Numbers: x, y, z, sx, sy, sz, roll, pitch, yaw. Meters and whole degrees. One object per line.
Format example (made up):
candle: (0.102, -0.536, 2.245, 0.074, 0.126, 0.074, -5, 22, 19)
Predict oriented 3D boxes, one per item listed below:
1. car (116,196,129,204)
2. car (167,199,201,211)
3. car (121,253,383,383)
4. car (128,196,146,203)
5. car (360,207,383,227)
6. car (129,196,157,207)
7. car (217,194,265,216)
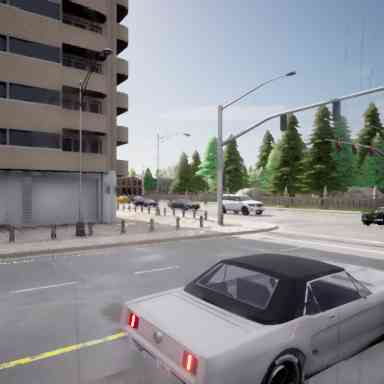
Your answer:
car: (-14.180, 1.533, 67.183, 1.882, 1.535, 5.008, 0, 0, -36)
car: (-1.127, 1.603, 42.683, 2.033, 1.411, 5.357, 0, 0, -36)
car: (1.516, 1.601, 4.858, 4.718, 1.301, 1.895, 0, 0, -35)
car: (-11.564, 1.581, 69.531, 1.812, 1.442, 4.674, 0, 0, -36)
car: (13.116, 1.621, 21.880, 4.718, 1.301, 1.895, 0, 0, -35)
car: (-7.253, 1.603, 51.245, 2.033, 1.411, 5.357, 0, 0, -36)
car: (4.933, 1.278, 34.252, 2.150, 2.045, 5.566, 0, 0, -36)
